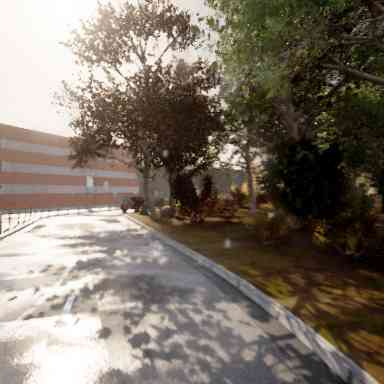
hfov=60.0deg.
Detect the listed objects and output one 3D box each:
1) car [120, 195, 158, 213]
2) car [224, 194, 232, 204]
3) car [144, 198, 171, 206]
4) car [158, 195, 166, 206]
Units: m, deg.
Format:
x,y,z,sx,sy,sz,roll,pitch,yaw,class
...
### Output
x,y,z,sx,sy,sz,roll,pitch,yaw,class
-6.899,1.508,42.263,2.150,2.045,5.566,0,0,23,car
5.117,1.534,59.656,5.566,2.045,2.435,0,0,21,car
-6.669,1.915,63.959,4.674,1.452,2.002,0,0,21,car
-7.709,1.620,61.332,5.566,2.045,2.435,0,0,21,car
